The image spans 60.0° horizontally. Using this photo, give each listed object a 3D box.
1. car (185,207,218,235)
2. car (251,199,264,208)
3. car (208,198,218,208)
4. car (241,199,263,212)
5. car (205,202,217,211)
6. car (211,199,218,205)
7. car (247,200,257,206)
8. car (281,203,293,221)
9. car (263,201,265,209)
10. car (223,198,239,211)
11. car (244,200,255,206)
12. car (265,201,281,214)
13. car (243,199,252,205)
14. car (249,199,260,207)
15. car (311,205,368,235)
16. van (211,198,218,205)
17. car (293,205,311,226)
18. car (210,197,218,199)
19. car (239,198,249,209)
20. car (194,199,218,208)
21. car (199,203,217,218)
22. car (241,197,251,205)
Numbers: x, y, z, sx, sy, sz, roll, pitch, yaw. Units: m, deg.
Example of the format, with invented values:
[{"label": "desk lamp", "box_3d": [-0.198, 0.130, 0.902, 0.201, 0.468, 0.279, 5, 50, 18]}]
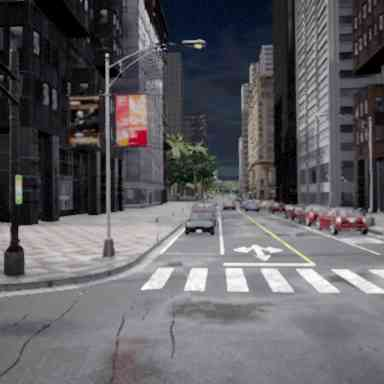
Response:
[{"label": "car", "box_3d": [0.577, 1.886, 21.138, 1.947, 1.339, 4.313, -1, -1, 5]}, {"label": "car", "box_3d": [12.516, 2.207, 63.721, 1.967, 1.590, 4.097, -1, -1, 5]}, {"label": "car", "box_3d": [4.448, 2.248, 69.818, 2.192, 1.841, 5.009, -1, -1, 5]}, {"label": "car", "box_3d": [8.474, 2.148, 47.301, 1.994, 1.385, 4.181, -1, -1, 5]}, {"label": "car", "box_3d": [3.160, 2.305, 53.589, 1.802, 1.307, 4.206, -1, -1, 5]}, {"label": "car", "box_3d": [6.173, 2.658, 91.450, 1.967, 1.590, 4.097, -1, -1, 5]}, {"label": "car", "box_3d": [13.378, 2.453, 74.535, 1.887, 1.381, 4.507, -1, -1, 5]}, {"label": "car", "box_3d": [9.935, 1.939, 31.275, 1.802, 1.307, 4.206, -1, -1, 5]}, {"label": "car", "box_3d": [11.670, 2.155, 53.075, 1.752, 1.417, 4.829, -1, -1, 5]}, {"label": "car", "box_3d": [5.741, 2.142, 51.176, 1.882, 1.535, 5.008, -1, -1, 5]}, {"label": "car", "box_3d": [13.810, 2.530, 79.942, 2.008, 1.369, 4.403, -1, -1, 5]}, {"label": "car", "box_3d": [10.796, 2.036, 42.090, 1.887, 1.381, 4.507, -1, -1, 5]}, {"label": "car", "box_3d": [14.254, 2.579, 85.519, 1.752, 1.417, 4.829, -1, -1, 5]}, {"label": "car", "box_3d": [12.947, 2.277, 69.129, 1.967, 1.590, 4.097, -1, -1, 5]}, {"label": "car", "box_3d": [9.072, 1.664, 20.462, 1.967, 1.590, 4.097, -1, -1, 5]}, {"label": "van", "box_3d": [5.741, 2.488, 86.043, 1.690, 1.788, 3.998, -1, -1, 5]}, {"label": "car", "box_3d": [9.503, 1.731, 25.869, 1.967, 1.590, 4.097, -1, -1, 5]}, {"label": "car", "box_3d": [3.587, 2.108, 59.001, 2.192, 1.841, 5.009, -1, -1, 5]}, {"label": "car", "box_3d": [9.227, 2.258, 57.154, 2.033, 1.411, 5.357, -1, -1, 5]}, {"label": "car", "box_3d": [1.004, 1.701, 26.550, 2.192, 1.841, 5.009, -1, -1, 5]}, {"label": "car", "box_3d": [1.855, 2.043, 37.195, 1.752, 1.417, 4.829, -1, -1, 5]}, {"label": "car", "box_3d": [14.668, 2.437, 90.761, 2.192, 1.841, 5.009, -1, -1, 5]}]
